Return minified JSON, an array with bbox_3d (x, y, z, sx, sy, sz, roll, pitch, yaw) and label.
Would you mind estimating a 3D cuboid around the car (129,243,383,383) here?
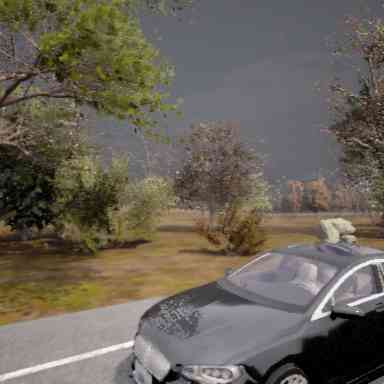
[{"bbox_3d":[1.646,1.500,4.400,4.902,1.511,2.128,0,0,-31],"label":"car"}]
